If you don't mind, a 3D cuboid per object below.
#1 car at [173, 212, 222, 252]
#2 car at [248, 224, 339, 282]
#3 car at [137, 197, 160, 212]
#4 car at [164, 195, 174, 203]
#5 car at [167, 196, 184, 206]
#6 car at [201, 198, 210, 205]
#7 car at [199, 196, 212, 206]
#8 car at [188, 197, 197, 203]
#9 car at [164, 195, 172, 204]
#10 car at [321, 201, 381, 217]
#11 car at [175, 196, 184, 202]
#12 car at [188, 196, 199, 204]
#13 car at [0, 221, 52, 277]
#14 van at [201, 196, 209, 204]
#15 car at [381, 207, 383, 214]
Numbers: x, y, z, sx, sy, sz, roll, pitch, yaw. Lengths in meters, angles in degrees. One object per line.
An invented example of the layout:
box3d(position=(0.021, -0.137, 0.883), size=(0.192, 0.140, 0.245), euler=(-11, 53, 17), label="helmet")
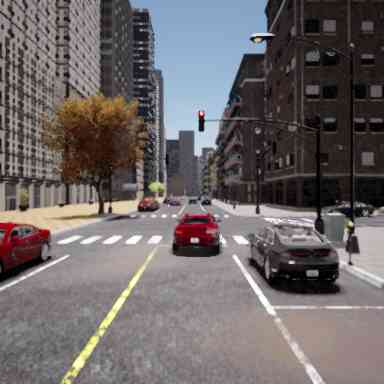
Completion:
box3d(position=(0.301, 1.593, 14.272), size=(1.812, 1.442, 4.674), euler=(0, 0, 5), label="car")
box3d(position=(2.708, 1.595, 9.638), size=(2.008, 1.369, 4.403), euler=(0, 0, 0), label="car")
box3d(position=(-5.601, 1.528, 42.045), size=(2.192, 1.841, 5.009), euler=(0, 0, 0), label="car")
box3d(position=(-5.516, 1.753, 80.704), size=(2.192, 1.841, 5.009), euler=(0, 0, 0), label="car")
box3d(position=(-2.927, 1.875, 59.789), size=(1.994, 1.385, 4.181), euler=(0, 0, 1), label="car")
box3d(position=(2.842, 1.895, 69.809), size=(1.752, 1.417, 4.829), euler=(0, 0, 0), label="car")
box3d(position=(2.829, 1.902, 64.116), size=(1.947, 1.339, 4.313), euler=(0, 0, 0), label="car")
box3d(position=(0.180, 1.834, 81.775), size=(2.033, 1.411, 5.357), euler=(0, 0, 0), label="car")
box3d(position=(-5.527, 1.969, 75.181), size=(1.947, 1.339, 4.313), euler=(0, 0, 0), label="car")
box3d(position=(13.488, 1.481, 29.021), size=(4.403, 1.369, 2.008), euler=(-1, 1, 0), label="car")
box3d(position=(-2.834, 1.572, 75.534), size=(1.994, 1.385, 4.181), euler=(0, 0, 0), label="car")
box3d(position=(0.155, 1.896, 71.352), size=(2.128, 1.511, 4.902), euler=(0, 0, 0), label="car")
box3d(position=(-5.672, 1.590, 9.656), size=(1.887, 1.381, 4.507), euler=(0, 0, 0), label="car")
box3d(position=(2.853, 1.743, 75.163), size=(1.690, 1.788, 3.998), euler=(0, 0, 0), label="van")
box3d(position=(18.885, 1.380, 29.063), size=(4.829, 1.417, 1.752), euler=(-1, 1, 0), label="car")
